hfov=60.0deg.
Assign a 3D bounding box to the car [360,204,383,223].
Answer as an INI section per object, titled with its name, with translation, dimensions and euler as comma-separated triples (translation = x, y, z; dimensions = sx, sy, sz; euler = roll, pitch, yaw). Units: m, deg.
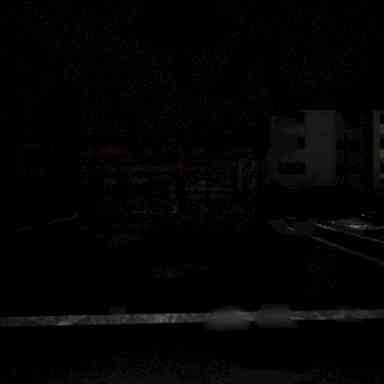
[car]
translation = 15.207, 1.507, 24.797
dimensions = 4.892, 1.490, 1.837
euler = 0, 0, 1
